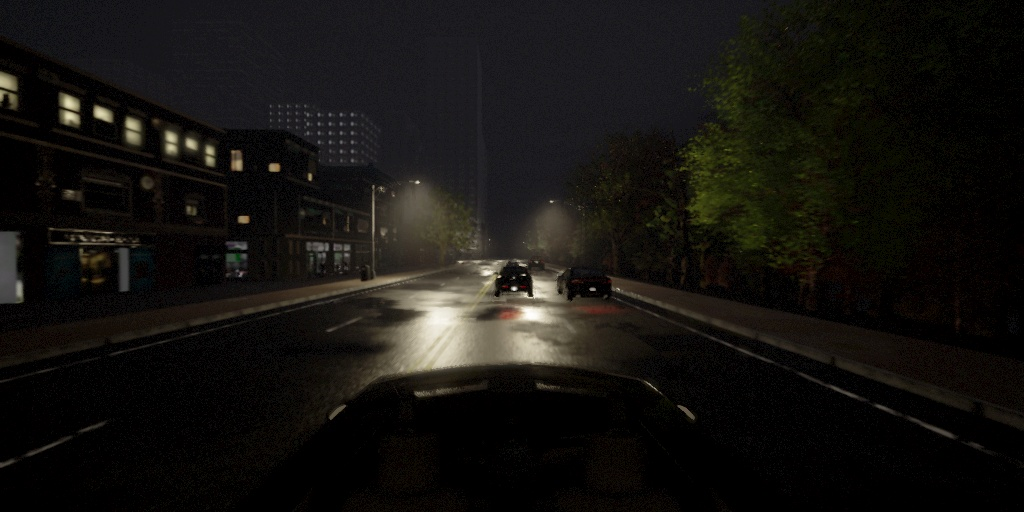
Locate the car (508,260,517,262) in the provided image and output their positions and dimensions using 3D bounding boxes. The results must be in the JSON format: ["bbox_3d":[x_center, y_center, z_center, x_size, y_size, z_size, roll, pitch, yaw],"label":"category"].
[{"bbox_3d":[0.104,1.325,54.702,1.994,1.385,4.181,0,0,0],"label":"car"}]

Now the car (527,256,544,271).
[{"bbox_3d":[3.355,0.982,51.001,2.150,2.045,5.566,0,0,0],"label":"car"}]

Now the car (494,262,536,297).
[{"bbox_3d":[0.102,1.260,19.130,1.837,1.490,4.892,0,0,0],"label":"car"}]

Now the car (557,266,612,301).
[{"bbox_3d":[3.351,1.232,17.366,1.882,1.535,5.008,0,0,0],"label":"car"}]
